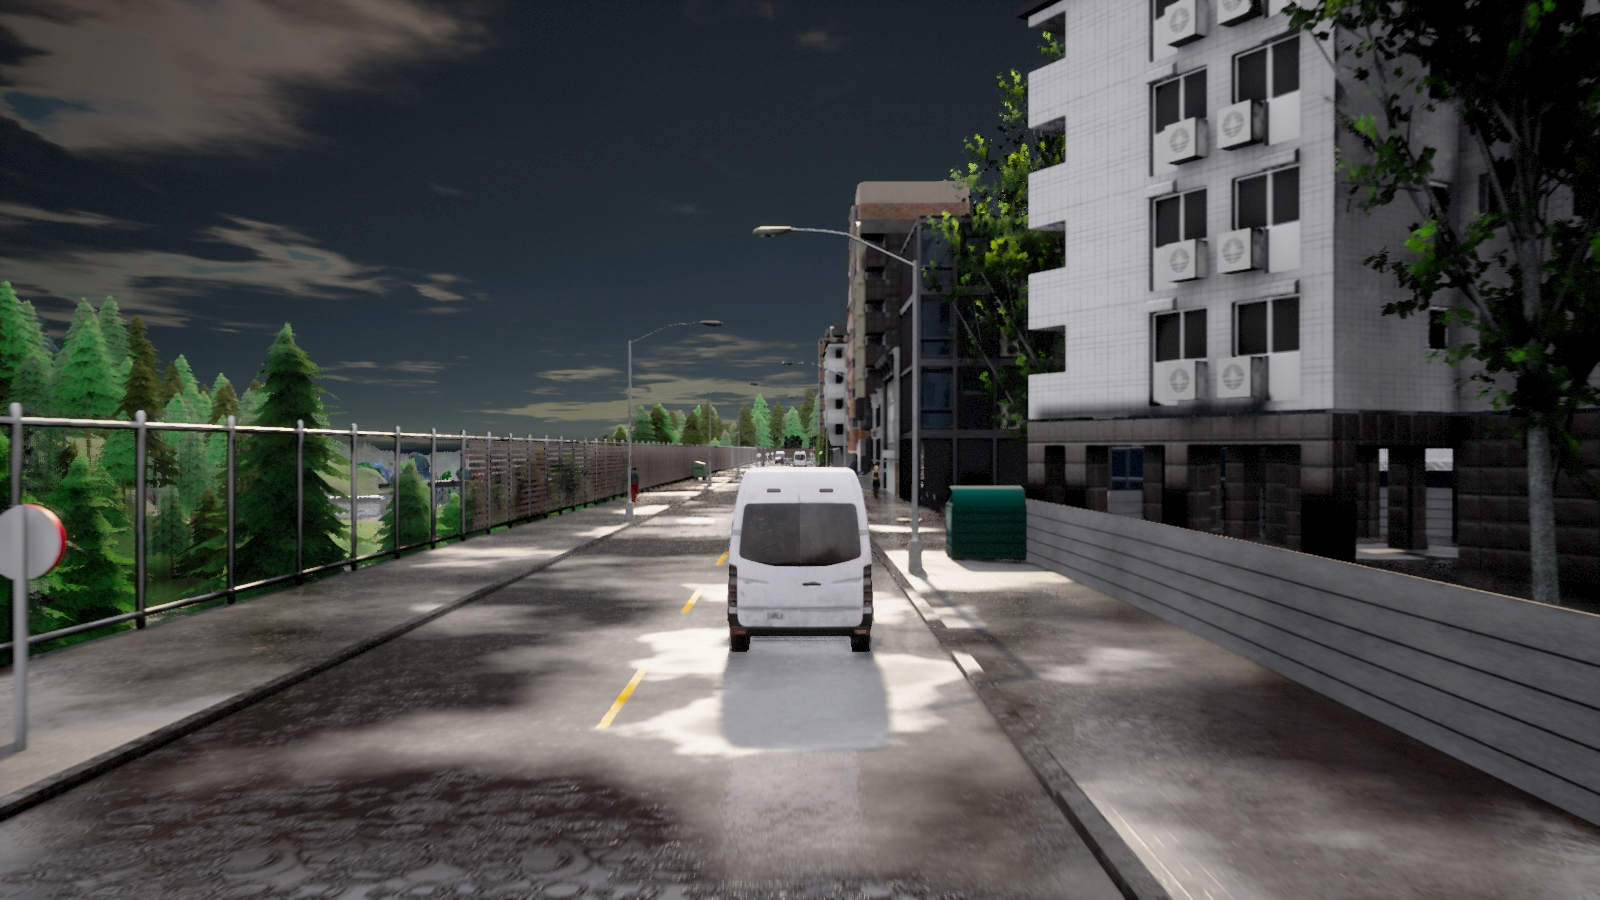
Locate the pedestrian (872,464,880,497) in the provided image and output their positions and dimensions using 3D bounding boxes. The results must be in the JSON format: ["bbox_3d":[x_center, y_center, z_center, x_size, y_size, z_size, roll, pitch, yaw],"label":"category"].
[{"bbox_3d":[4.306,1.744,64.711,0.375,1.860,0.375,0,0,-3],"label":"pedestrian"}]

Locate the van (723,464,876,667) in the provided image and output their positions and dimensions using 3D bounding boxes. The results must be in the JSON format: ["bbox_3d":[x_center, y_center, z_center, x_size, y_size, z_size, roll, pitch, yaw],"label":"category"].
[{"bbox_3d":[-0.004,1.534,17.792,1.988,2.561,5.915,0,0,0],"label":"van"}]

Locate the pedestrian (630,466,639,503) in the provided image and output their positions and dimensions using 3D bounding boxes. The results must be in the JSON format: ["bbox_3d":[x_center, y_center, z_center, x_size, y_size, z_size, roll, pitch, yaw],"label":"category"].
[{"bbox_3d":[-8.432,1.745,58.121,0.375,1.860,0.375,0,0,1],"label":"pedestrian"}]
